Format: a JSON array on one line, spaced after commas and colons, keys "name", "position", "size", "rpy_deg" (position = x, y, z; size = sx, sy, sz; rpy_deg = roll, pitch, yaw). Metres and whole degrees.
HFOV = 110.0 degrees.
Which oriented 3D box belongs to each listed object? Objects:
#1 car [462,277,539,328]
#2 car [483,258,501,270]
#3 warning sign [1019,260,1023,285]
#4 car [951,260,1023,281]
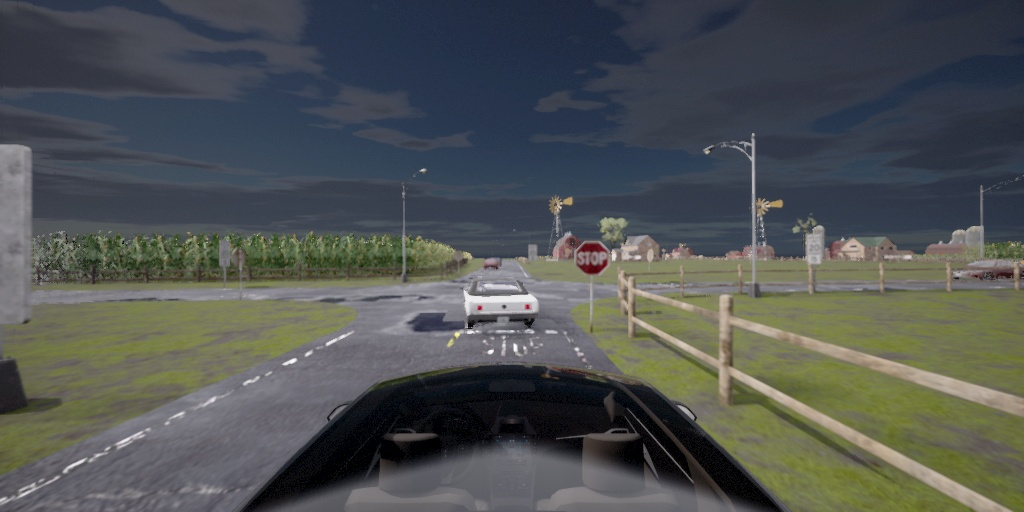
[{"name": "car", "position": [-0.573, 1.314, 11.251], "size": [1.895, 1.301, 4.718], "rpy_deg": [0, 0, -9]}, {"name": "car", "position": [-2.828, 1.081, 48.076], "size": [1.882, 1.535, 5.008], "rpy_deg": [0, 0, 0]}, {"name": "warning sign", "position": [28.091, 0.620, 19.066], "size": [1.060, 1.860, 1.300], "rpy_deg": [0, 0, -5]}, {"name": "car", "position": [32.948, 1.004, 24.782], "size": [4.674, 1.442, 1.812], "rpy_deg": [0, 0, -5]}]
